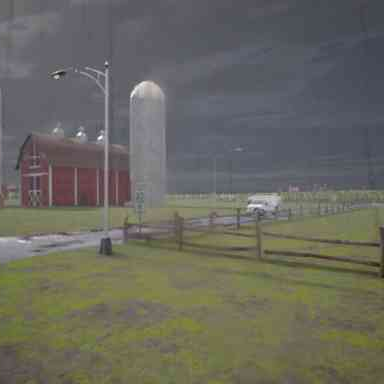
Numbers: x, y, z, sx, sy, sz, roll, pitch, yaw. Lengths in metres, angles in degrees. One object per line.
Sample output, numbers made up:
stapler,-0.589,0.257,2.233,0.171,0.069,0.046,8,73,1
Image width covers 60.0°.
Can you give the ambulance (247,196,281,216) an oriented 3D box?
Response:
ambulance,8.994,1.705,41.563,2.351,2.431,6.366,-1,-1,35
